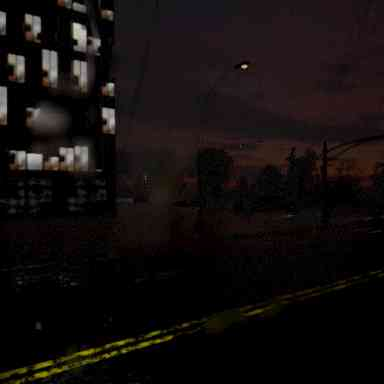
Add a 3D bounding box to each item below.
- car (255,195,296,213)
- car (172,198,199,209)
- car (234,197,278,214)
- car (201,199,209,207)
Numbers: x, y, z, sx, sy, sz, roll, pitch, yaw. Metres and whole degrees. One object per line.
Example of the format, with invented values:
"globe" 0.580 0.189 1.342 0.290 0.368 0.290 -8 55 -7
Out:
"car" 9.661 1.351 39.455 2.150 2.045 5.566 -1 0 -33
"car" -1.141 1.787 50.147 1.895 1.301 4.718 -1 0 -33
"car" 6.878 1.649 37.780 1.882 1.535 5.008 -1 0 -33
"car" 0.876 1.711 53.020 1.994 1.385 4.181 -1 0 -33
